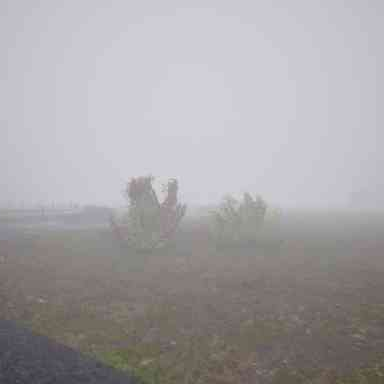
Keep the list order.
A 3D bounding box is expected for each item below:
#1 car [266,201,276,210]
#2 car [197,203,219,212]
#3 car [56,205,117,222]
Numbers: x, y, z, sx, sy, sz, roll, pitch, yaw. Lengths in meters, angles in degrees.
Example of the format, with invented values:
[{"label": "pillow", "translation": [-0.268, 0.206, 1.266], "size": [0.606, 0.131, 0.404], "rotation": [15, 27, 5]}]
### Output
[{"label": "car", "translation": [11.709, 2.081, 52.780], "size": [1.882, 1.535, 5.008], "rotation": [-1, -1, 37]}, {"label": "car", "translation": [2.705, 2.163, 46.477], "size": [1.895, 1.301, 4.718], "rotation": [-1, -1, 36]}, {"label": "car", "translation": [-9.292, 1.887, 29.853], "size": [2.033, 1.411, 5.357], "rotation": [-1, -1, 36]}]
